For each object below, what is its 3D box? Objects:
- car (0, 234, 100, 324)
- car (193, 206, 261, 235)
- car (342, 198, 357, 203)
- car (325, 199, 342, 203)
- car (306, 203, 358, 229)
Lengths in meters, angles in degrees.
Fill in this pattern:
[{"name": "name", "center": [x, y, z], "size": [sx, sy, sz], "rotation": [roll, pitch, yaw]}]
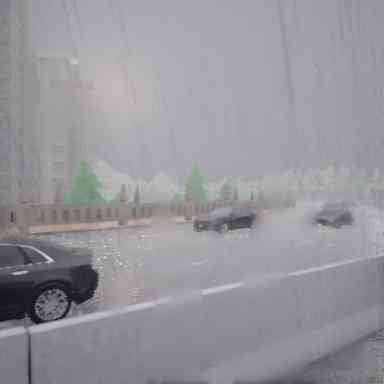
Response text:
[{"name": "car", "center": [-4.047, 1.537, 5.554], "size": [4.892, 1.490, 1.837], "rotation": [0, 0, -37]}, {"name": "car", "center": [2.212, 1.604, 20.061], "size": [1.882, 1.535, 5.008], "rotation": [0, -1, 44]}, {"name": "car", "center": [28.353, 1.878, 60.130], "size": [2.097, 1.767, 4.553], "rotation": [0, -1, 14]}, {"name": "car", "center": [23.642, 1.974, 56.196], "size": [1.882, 1.535, 5.008], "rotation": [0, -1, 17]}, {"name": "car", "center": [9.736, 1.698, 23.018], "size": [2.033, 1.411, 5.357], "rotation": [0, -1, 40]}]
